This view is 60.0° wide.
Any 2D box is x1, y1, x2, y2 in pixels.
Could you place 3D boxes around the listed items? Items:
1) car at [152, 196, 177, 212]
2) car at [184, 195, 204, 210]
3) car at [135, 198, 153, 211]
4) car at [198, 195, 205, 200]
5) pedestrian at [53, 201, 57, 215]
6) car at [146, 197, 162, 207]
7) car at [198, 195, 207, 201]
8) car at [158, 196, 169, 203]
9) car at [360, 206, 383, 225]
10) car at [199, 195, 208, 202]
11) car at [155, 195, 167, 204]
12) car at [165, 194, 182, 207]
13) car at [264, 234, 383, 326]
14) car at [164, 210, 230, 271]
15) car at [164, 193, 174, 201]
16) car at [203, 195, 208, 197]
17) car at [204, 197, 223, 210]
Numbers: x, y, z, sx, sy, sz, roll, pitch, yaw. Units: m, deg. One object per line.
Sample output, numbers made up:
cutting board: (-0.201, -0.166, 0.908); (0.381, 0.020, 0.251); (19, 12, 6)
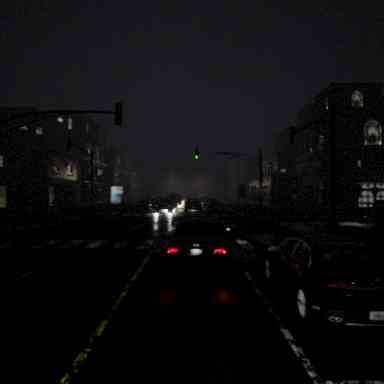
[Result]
car: (-3.115, 1.514, 38.416); (1.812, 1.442, 4.674); (0, 0, 1)
car: (0.092, 1.466, 39.429); (1.882, 1.535, 5.008); (0, 0, 0)
car: (-5.693, 1.570, 39.378); (1.802, 1.307, 4.206); (0, 0, 0)
car: (2.678, 1.567, 94.584); (1.802, 1.307, 4.206); (0, 0, 0)
pedestrian: (-12.557, 1.400, 30.509); (0.375, 1.300, 0.375); (0, -1, 1)
car: (-5.695, 1.536, 50.421); (2.008, 1.369, 4.403); (0, 0, 0)
car: (2.680, 1.535, 83.541); (2.008, 1.369, 4.403); (0, 0, 0)
car: (-5.697, 1.509, 66.818); (1.752, 1.417, 4.829); (0, 0, 0)
car: (14.807, 1.642, 24.554); (4.181, 1.385, 1.994); (0, 0, 1)
car: (2.682, 1.424, 78.019); (1.967, 1.590, 4.097); (0, 0, 0)
car: (-5.696, 1.424, 61.465); (1.967, 1.590, 4.097); (0, 0, 0)
car: (-3.074, 1.478, 48.768); (2.128, 1.511, 4.902); (0, 0, 0)
car: (2.693, 1.549, 6.976); (2.008, 1.369, 4.403); (0, 0, 0)
car: (0.280, 1.544, 10.895); (2.033, 1.411, 5.357); (0, 0, 4)
car: (-5.699, 1.299, 83.554); (2.192, 1.841, 5.009); (0, 0, 0)
car: (2.686, 1.568, 50.408); (1.802, 1.307, 4.206); (0, 0, 0)
car: (2.688, 1.554, 39.366); (1.947, 1.339, 4.313); (0, 0, 0)
